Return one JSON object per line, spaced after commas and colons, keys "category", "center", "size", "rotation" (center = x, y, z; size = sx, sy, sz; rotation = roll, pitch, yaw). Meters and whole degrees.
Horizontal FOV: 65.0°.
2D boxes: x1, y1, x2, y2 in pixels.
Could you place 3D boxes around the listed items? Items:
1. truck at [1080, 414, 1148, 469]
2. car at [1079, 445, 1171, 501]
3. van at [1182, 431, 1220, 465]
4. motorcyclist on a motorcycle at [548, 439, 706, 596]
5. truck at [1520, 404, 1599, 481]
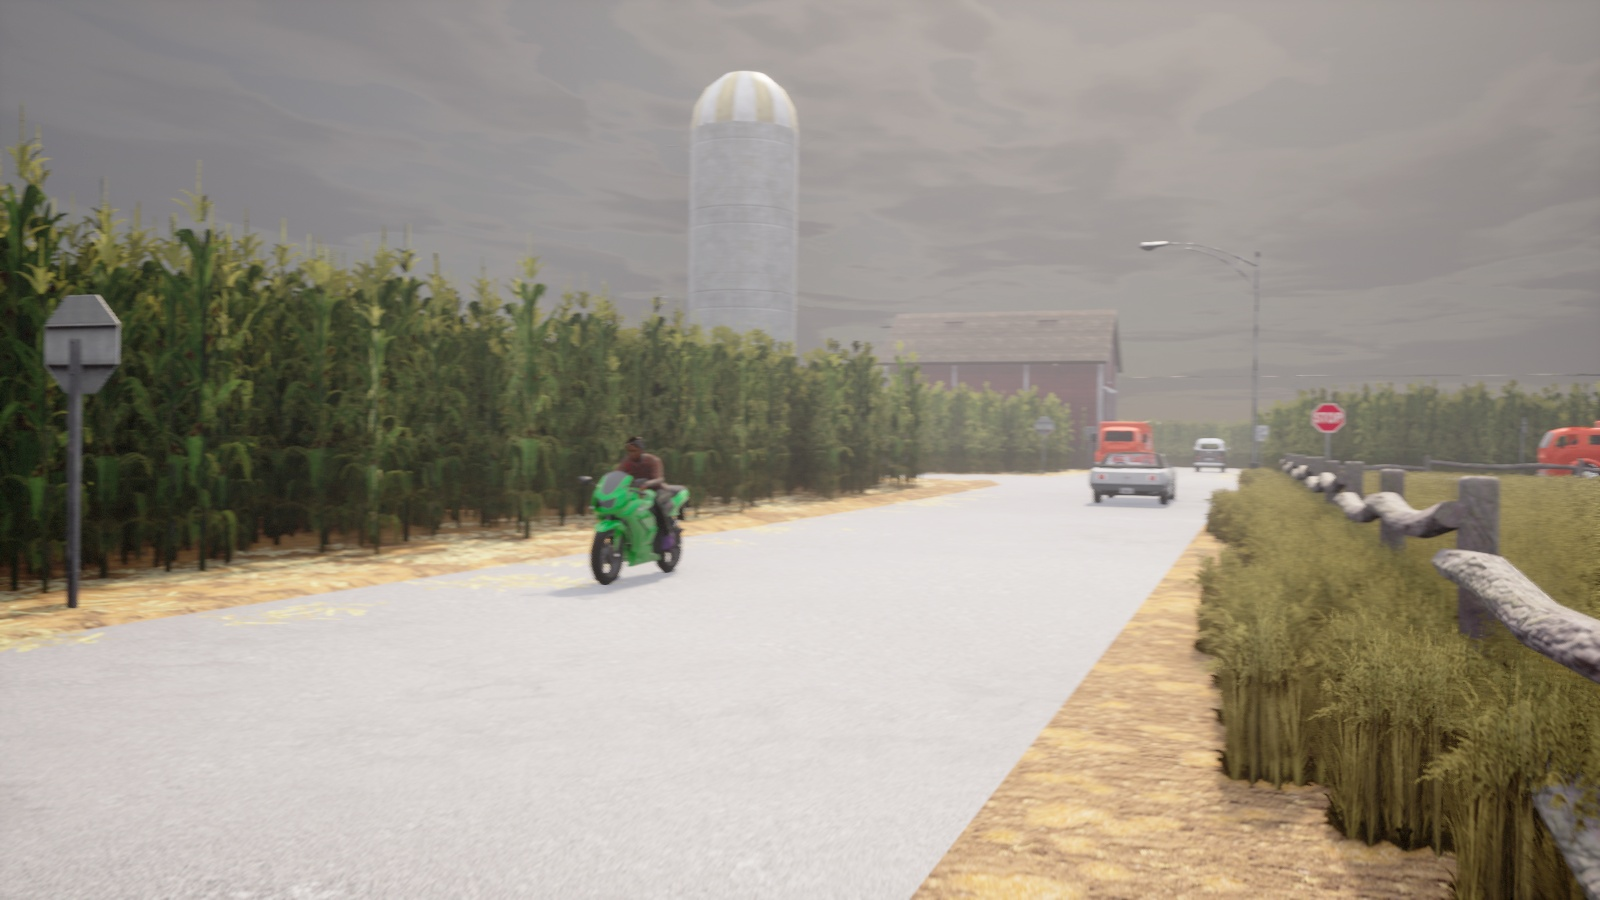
{"category": "truck", "center": [14.914, -0.334, 59.503], "size": [2.627, 2.467, 5.204], "rotation": [0, -1, 20]}
{"category": "car", "center": [8.534, 0.544, 32.695], "size": [1.895, 1.301, 4.718], "rotation": [0, 1, 20]}
{"category": "van", "center": [25.235, -0.097, 78.951], "size": [2.069, 2.038, 4.480], "rotation": [0, -1, 20]}
{"category": "motorcyclist on a motorcycle", "center": [-1.777, 0.647, 13.269], "size": [0.797, 1.523, 2.044], "rotation": [0, 0, 20]}
{"category": "truck", "center": [27.004, -0.247, 41.468], "size": [5.204, 2.467, 2.627], "rotation": [0, 0, 20]}
